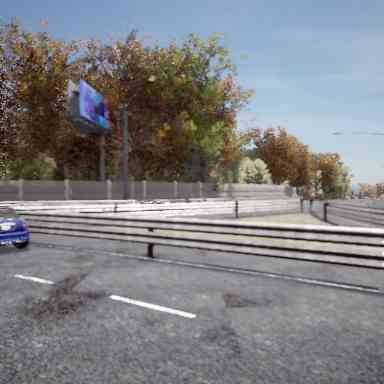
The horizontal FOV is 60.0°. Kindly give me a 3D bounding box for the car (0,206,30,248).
[{"bbox_3d":[-8.532,1.308,12.948,4.553,1.767,2.097,0,0,28],"label":"car"}]

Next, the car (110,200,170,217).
[{"bbox_3d":[-4.122,1.382,26.724,4.902,1.511,2.128,0,0,-28],"label":"car"}]
